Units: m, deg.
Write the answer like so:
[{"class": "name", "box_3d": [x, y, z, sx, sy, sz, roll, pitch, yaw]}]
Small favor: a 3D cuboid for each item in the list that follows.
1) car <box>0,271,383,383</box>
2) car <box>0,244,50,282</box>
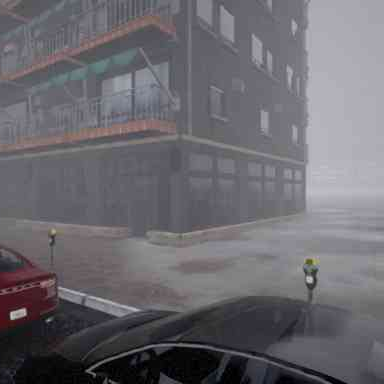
[{"class": "car", "box_3d": [0.383, 1.566, 2.602, 4.313, 1.339, 1.947, 0, 0, 36]}, {"class": "car", "box_3d": [-4.205, 1.545, 5.876, 4.507, 1.381, 1.887, 0, 0, 36]}]
